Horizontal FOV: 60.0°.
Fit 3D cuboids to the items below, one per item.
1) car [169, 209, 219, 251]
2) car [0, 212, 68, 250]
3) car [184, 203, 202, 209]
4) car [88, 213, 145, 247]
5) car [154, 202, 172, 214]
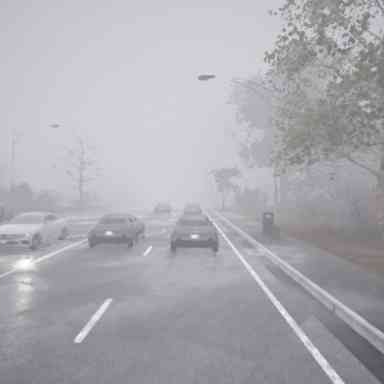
[{"bbox_3d":[0.096,1.669,14.602,1.994,1.385,4.181,0,0,0],"label":"car"},{"bbox_3d":[-7.104,1.632,14.900,1.812,1.442,4.674,0,-1,0],"label":"car"},{"bbox_3d":[0.089,1.825,35.953,1.994,1.385,4.181,0,0,0],"label":"car"},{"bbox_3d":[-3.405,1.676,15.651,1.994,1.385,4.181,0,0,0],"label":"car"},{"bbox_3d":[-3.412,1.853,39.705,1.994,1.385,4.181,0,0,0],"label":"car"}]
